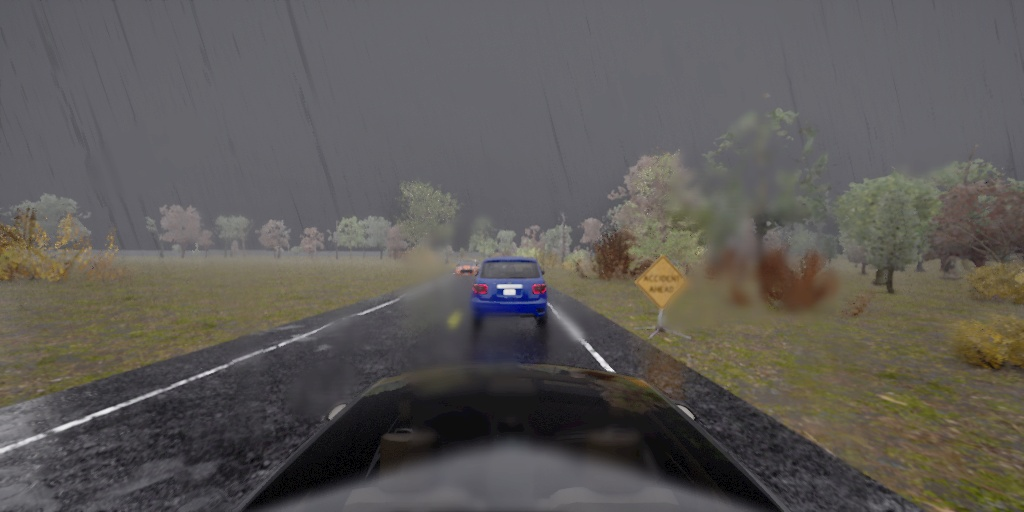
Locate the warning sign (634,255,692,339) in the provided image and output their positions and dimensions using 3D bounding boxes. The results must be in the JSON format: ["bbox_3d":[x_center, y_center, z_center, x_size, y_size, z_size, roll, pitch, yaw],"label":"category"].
[{"bbox_3d":[3.510,0.904,8.456,1.300,1.860,1.060,0,0,-1],"label":"warning sign"}]

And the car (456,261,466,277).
[{"bbox_3d":[-4.730,1.287,38.350,2.097,1.767,4.553,0,0,-3],"label":"car"}]

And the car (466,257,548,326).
[{"bbox_3d":[-0.049,1.034,12.041,2.150,2.045,5.566,0,0,0],"label":"car"}]
